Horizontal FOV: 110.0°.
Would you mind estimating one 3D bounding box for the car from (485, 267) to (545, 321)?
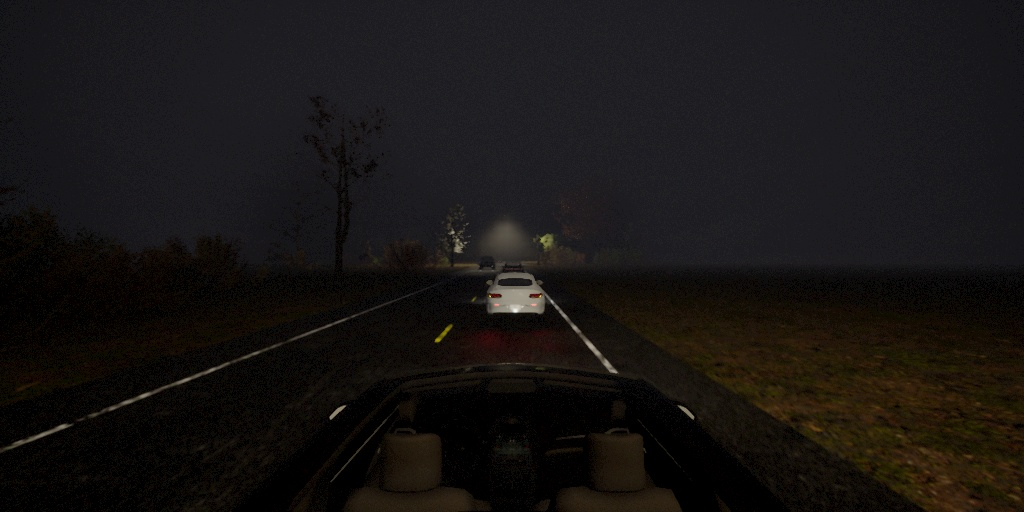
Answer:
[{"bbox_3d":[0.098,1.275,12.347,1.812,1.442,4.674,0,0,0],"label":"car"}]

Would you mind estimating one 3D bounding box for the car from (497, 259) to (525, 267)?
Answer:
[{"bbox_3d":[0.096,1.236,30.350,2.128,1.511,4.902,0,0,0],"label":"car"}]

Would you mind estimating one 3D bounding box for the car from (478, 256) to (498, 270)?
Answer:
[{"bbox_3d":[-3.578,0.956,52.015,2.150,2.045,5.566,0,0,0],"label":"car"}]
